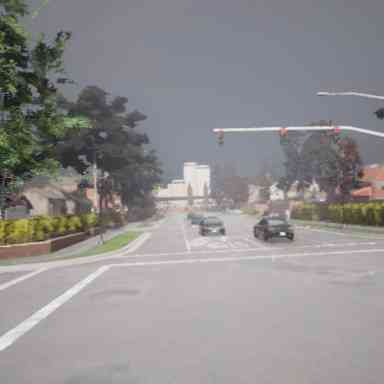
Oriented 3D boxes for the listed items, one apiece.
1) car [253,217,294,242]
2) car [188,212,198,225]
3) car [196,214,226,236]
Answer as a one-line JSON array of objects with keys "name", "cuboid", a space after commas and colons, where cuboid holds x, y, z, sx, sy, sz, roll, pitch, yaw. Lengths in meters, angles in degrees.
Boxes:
[{"name": "car", "cuboid": [5.278, 2.399, 21.804, 1.812, 1.442, 4.674, -2, -3, -1]}, {"name": "car", "cuboid": [0.868, 3.675, 44.953, 2.033, 1.411, 5.357, -2, -3, -2]}, {"name": "car", "cuboid": [1.603, 2.799, 27.554, 1.812, 1.442, 4.674, -2, -3, -3]}]
